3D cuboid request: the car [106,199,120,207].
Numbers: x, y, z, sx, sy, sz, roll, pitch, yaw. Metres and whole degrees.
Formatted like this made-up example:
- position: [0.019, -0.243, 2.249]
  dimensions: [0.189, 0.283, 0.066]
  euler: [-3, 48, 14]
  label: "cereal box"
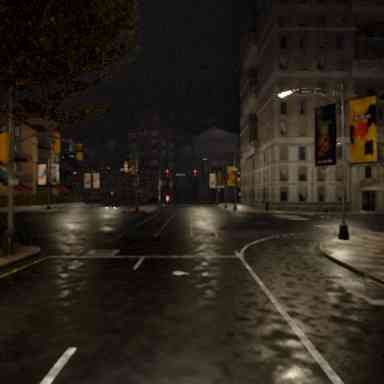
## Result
- position: [-15.055, 2.102, 63.477]
  dimensions: [1.837, 1.490, 4.892]
  euler: [0, 0, 0]
  label: "car"
